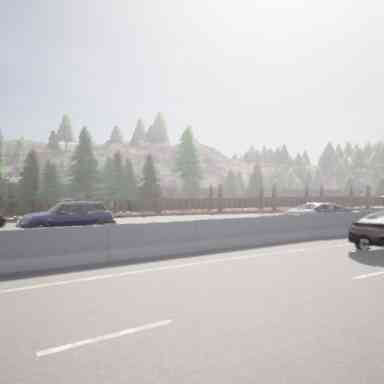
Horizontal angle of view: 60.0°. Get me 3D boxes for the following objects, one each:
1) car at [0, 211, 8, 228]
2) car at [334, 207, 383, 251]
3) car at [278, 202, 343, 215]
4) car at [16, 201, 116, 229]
[{"bbox_3d":[-12.062,1.412,16.686,4.892,1.490,1.837,0,0,-35],"label":"car"},{"bbox_3d":[7.866,1.406,12.124,4.902,1.511,2.128,0,0,-27],"label":"car"},{"bbox_3d":[7.334,1.372,19.821,4.902,1.511,2.128,0,0,-24],"label":"car"},{"bbox_3d":[-6.160,1.260,16.413,4.553,1.767,2.097,0,0,-32],"label":"car"}]
